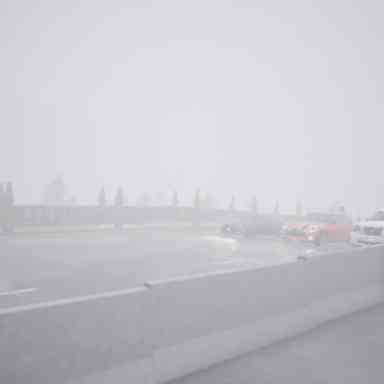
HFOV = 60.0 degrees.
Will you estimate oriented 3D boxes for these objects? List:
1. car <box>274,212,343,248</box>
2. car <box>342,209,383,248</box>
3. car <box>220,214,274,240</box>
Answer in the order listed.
[{"bbox_3d":[6.792,1.843,17.448,4.553,1.767,2.097,4,-3,-35],"label":"car"},{"bbox_3d":[9.498,1.766,15.082,5.566,2.045,2.150,5,-3,-35],"label":"car"},{"bbox_3d":[3.671,1.973,19.521,4.181,1.385,1.994,4,-2,-35],"label":"car"}]
